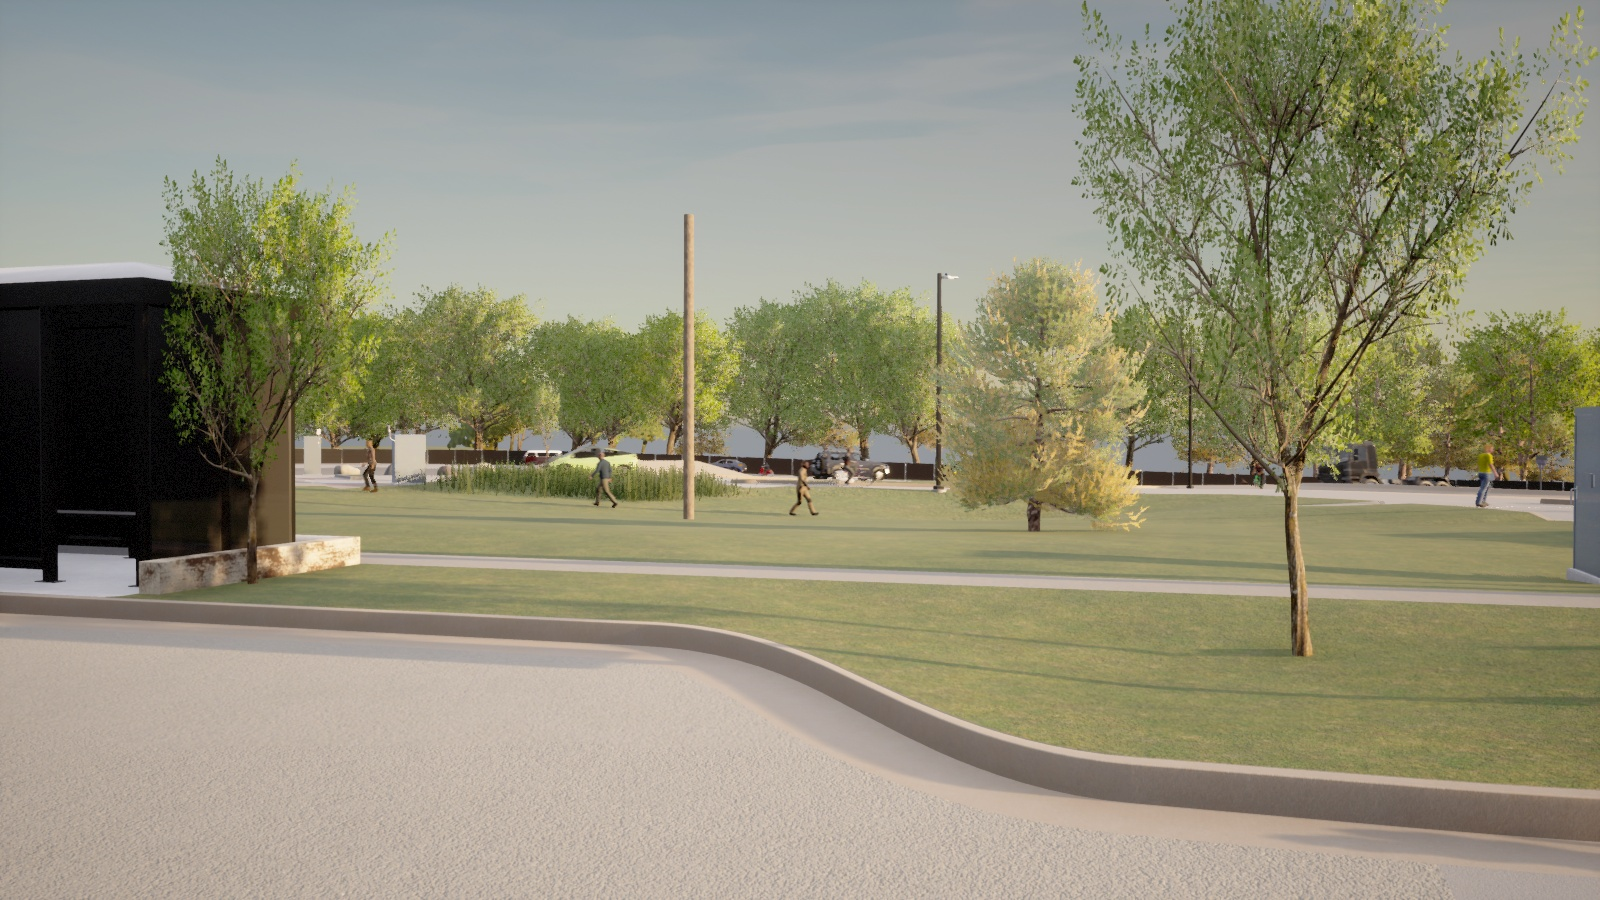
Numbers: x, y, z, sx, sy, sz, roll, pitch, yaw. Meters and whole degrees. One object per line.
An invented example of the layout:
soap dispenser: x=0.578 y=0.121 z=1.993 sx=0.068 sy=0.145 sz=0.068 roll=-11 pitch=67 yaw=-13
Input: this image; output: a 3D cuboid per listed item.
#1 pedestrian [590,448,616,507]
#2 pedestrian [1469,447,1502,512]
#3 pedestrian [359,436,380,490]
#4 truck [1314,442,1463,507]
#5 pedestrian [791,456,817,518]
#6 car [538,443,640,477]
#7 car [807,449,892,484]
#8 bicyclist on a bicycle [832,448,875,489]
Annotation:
pedestrian: x=-6.303 y=0.865 z=40.148 sx=0.726 sy=1.842 sz=0.402 roll=1 pitch=1 yaw=19
pedestrian: x=19.562 y=0.848 z=35.846 sx=0.706 sy=1.836 sz=0.354 roll=1 pitch=1 yaw=2
pedestrian: x=-14.785 y=0.434 z=43.128 sx=0.634 sy=1.846 sz=0.331 roll=0 pitch=1 yaw=-22
truck: x=35.393 y=1.537 z=75.621 sx=7.936 sy=3.462 sz=2.891 roll=2 pitch=-7 yaw=-14
pedestrian: x=0.125 y=1.160 z=39.402 sx=0.692 sy=1.930 sz=0.396 roll=1 pitch=1 yaw=16
car: x=-10.147 y=0.485 z=60.320 sx=4.514 sy=1.525 sz=2.007 roll=1 pitch=1 yaw=-19
car: x=2.886 y=0.981 z=72.695 sx=4.605 sy=1.855 sz=1.932 roll=3 pitch=-3 yaw=-31
bicyclist on a bicycle: x=2.401 y=0.821 z=56.183 sx=1.843 sy=1.776 sz=0.659 roll=2 pitch=1 yaw=1
